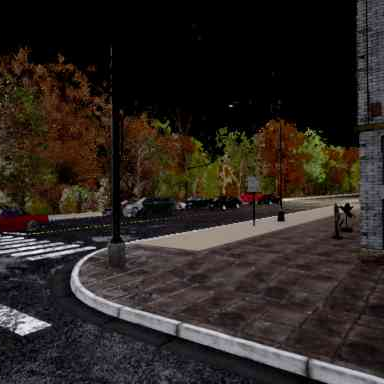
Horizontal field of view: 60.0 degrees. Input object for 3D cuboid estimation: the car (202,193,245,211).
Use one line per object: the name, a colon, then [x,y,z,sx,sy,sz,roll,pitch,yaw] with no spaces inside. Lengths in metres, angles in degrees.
car: [3.462,1.192,35.752,1.837,1.490,4.892,-1,0,36]

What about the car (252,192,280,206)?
car: [10.455,1.071,45.199,1.837,1.490,4.892,-1,0,37]

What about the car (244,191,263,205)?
car: [8.609,0.821,48.164,2.150,2.045,5.566,-1,0,37]

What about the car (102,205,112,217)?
car: [-5.702,1.409,28.779,1.994,1.385,4.181,-1,0,36]

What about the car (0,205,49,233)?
car: [-9.961,1.522,17.029,1.895,1.301,4.718,-1,0,31]

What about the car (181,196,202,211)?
car: [0.536,1.229,37.261,2.128,1.511,4.902,-1,0,36]

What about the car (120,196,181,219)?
car: [-3.348,1.159,26.500,2.097,1.767,4.553,-1,0,36]
